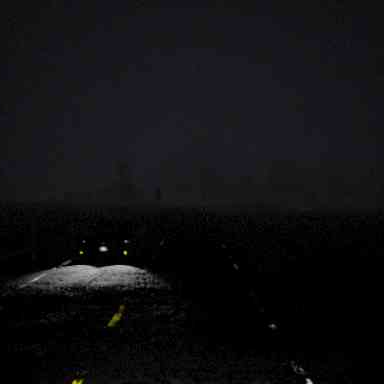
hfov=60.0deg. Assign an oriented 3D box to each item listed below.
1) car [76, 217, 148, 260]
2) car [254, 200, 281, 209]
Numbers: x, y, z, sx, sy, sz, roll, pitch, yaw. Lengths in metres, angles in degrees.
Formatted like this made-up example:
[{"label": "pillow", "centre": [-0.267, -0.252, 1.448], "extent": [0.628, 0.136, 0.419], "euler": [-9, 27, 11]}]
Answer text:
[{"label": "car", "centre": [-2.857, 1.652, 12.695], "extent": [1.994, 1.385, 4.181], "euler": [0, 0, 0]}, {"label": "car", "centre": [13.884, 2.249, 61.185], "extent": [4.902, 1.511, 2.128], "euler": [1, 0, 0]}]
